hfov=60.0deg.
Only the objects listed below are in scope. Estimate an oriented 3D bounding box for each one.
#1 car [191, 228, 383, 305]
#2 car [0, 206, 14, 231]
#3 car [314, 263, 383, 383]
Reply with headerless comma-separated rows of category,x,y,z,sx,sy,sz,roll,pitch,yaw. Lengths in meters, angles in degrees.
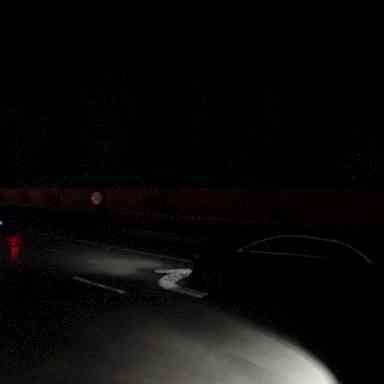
car,2.217,1.501,6.922,4.902,1.511,2.128,0,0,37
car,-11.654,1.422,18.839,4.674,1.442,1.812,0,0,43
car,3.078,1.585,1.939,4.181,1.385,1.994,0,0,36
